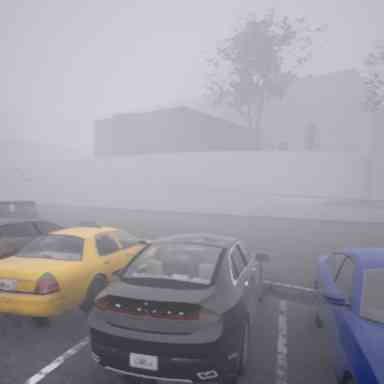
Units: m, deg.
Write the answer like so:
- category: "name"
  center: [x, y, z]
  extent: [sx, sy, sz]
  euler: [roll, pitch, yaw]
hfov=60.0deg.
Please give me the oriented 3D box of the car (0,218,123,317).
- category: "car"
  center: [-2.218, 1.430, 7.595]
  extent: [1.946, 1.575, 5.366]
  euler: [1, 0, 15]

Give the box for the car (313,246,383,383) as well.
- category: "car"
  center: [2.595, 1.490, 3.954]
  extent: [2.097, 1.535, 5.008]
  euler: [1, 0, 16]

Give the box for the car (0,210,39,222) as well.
- category: "car"
  center: [-4.689, 1.434, 9.177]
  extent: [2.163, 1.488, 4.792]
  euler: [1, 0, 16]

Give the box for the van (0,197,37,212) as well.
- category: "van"
  center: [-7.146, 1.150, 10.768]
  extent: [1.878, 1.987, 4.442]
  euler: [1, 0, 16]

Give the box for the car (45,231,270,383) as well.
- category: "car"
  center: [0.158, 1.461, 5.678]
  extent: [2.231, 1.521, 4.892]
  euler: [1, 0, 15]
